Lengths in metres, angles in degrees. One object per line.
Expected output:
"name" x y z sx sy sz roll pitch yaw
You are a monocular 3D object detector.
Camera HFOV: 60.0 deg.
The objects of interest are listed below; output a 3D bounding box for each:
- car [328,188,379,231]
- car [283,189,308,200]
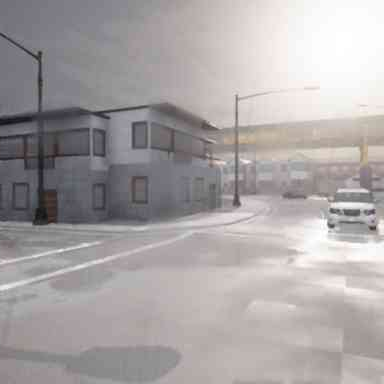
"car" 8.745 0.858 18.077 2.150 2.045 5.566 1 2 27
"car" 13.384 0.353 43.245 1.994 1.385 4.181 0 1 -6
